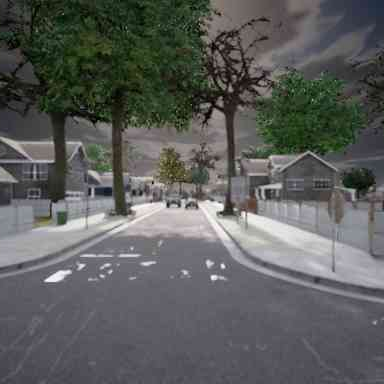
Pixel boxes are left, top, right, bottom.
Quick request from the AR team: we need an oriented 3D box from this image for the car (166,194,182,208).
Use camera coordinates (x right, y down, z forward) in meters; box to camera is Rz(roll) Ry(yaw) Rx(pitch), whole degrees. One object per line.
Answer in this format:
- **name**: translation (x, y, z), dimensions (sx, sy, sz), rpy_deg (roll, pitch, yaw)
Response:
- **car**: translation (-2.777, 1.329, 51.754), dimensions (2.150, 2.045, 5.566), rpy_deg (0, 0, 0)

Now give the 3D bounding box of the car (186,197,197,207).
- **car**: translation (-0.030, 1.649, 56.787), dimensions (1.837, 1.490, 4.892), rpy_deg (0, 0, 0)

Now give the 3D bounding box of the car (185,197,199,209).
- **car**: translation (-0.023, 1.600, 46.748), dimensions (1.812, 1.442, 4.674), rpy_deg (0, 0, 0)
